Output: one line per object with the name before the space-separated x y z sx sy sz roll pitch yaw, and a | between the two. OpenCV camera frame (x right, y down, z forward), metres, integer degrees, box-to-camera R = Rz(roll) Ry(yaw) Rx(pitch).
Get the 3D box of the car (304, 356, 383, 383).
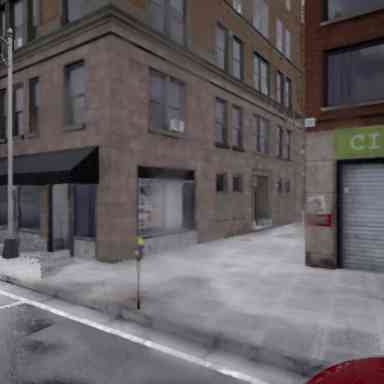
car | 2.608 1.536 1.227 4.507 1.381 1.887 0 0 35
